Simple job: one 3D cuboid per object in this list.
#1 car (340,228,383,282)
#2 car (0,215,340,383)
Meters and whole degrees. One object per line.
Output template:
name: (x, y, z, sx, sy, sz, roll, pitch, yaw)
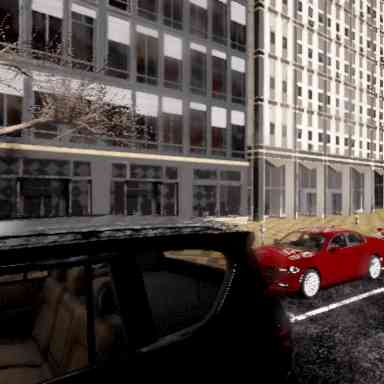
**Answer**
car: (3.248, 1.597, 8.610, 4.507, 1.381, 1.887, 0, 0, -36)
car: (-1.780, 1.219, 1.807, 5.566, 2.045, 2.150, 0, 0, -35)
